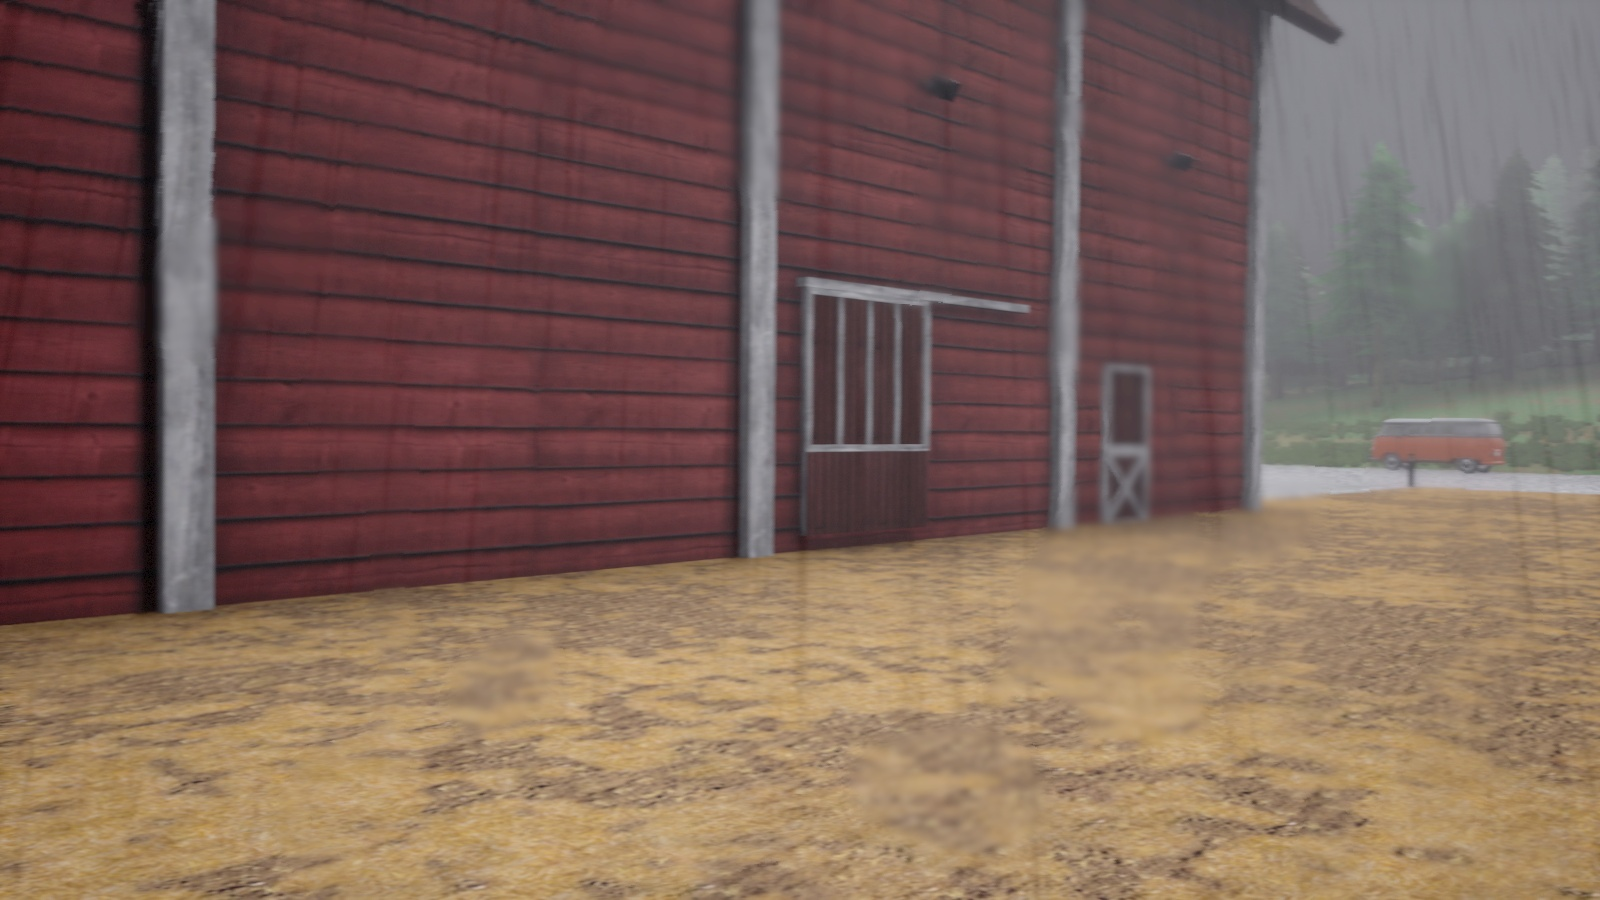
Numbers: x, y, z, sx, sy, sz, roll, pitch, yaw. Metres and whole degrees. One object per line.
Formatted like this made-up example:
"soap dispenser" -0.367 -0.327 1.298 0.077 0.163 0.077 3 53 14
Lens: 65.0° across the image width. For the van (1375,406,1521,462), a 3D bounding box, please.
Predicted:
"van" 23.784 -0.590 46.195 1.775 1.987 4.442 -1 1 -44
